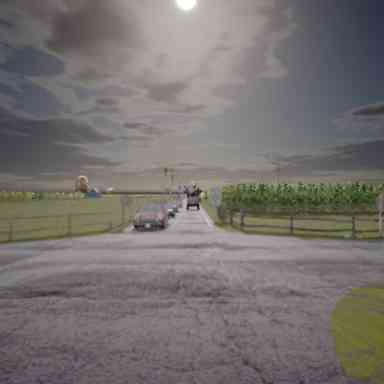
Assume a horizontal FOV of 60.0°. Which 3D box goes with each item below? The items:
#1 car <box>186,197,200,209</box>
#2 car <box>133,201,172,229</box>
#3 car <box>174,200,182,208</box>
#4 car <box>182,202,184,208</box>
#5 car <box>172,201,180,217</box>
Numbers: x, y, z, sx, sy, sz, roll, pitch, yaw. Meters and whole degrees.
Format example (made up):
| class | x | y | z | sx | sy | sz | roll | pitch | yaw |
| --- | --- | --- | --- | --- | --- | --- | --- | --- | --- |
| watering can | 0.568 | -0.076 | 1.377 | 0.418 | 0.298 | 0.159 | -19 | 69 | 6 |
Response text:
| class | x | y | z | sx | sy | sz | roll | pitch | yaw |
| --- | --- | --- | --- | --- | --- | --- | --- | --- | --- |
| car | 0.177 | 1.927 | 58.025 | 2.150 | 2.045 | 5.566 | 0 | -1 | 0 |
| car | -2.872 | 1.656 | 24.115 | 2.097 | 1.767 | 4.553 | 0 | -1 | 1 |
| car | -2.778 | 2.090 | 47.648 | 1.837 | 1.490 | 4.892 | 0 | 0 | 0 |
| car | -2.676 | 2.270 | 62.924 | 1.837 | 1.490 | 4.892 | 0 | -1 | 0 |
| car | -2.798 | 2.009 | 37.063 | 2.033 | 1.411 | 5.357 | 0 | -1 | 0 |
